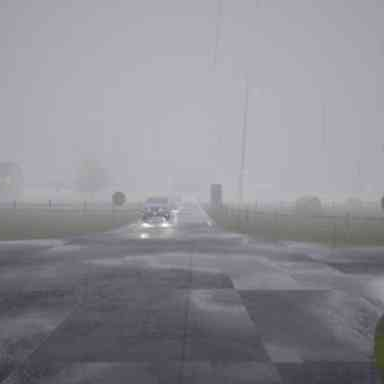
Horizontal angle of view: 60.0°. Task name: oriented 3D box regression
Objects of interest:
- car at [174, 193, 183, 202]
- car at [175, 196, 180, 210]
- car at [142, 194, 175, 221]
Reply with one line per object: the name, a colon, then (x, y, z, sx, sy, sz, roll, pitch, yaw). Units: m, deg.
car: (-2.938, 1.232, 62.291, 2.150, 2.045, 5.566, 0, 0, 0)
car: (-2.984, 1.721, 46.218, 1.837, 1.490, 4.892, 0, 0, 0)
car: (-2.942, 1.359, 28.987, 2.150, 2.045, 5.566, 0, 0, 0)
